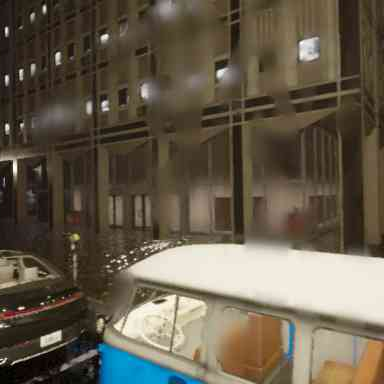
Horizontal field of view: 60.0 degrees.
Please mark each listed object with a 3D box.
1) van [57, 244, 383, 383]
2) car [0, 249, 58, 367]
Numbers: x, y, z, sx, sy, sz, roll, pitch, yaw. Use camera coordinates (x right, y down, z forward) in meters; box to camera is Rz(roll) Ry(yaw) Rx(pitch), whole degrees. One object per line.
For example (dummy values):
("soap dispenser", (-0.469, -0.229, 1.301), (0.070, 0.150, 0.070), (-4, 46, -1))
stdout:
("van", (1.093, 1.344, 2.109), (3.998, 1.788, 1.690), (-1, -1, 36))
("car", (-3.524, 1.606, 5.404), (4.403, 1.369, 2.008), (-1, -1, 36))
